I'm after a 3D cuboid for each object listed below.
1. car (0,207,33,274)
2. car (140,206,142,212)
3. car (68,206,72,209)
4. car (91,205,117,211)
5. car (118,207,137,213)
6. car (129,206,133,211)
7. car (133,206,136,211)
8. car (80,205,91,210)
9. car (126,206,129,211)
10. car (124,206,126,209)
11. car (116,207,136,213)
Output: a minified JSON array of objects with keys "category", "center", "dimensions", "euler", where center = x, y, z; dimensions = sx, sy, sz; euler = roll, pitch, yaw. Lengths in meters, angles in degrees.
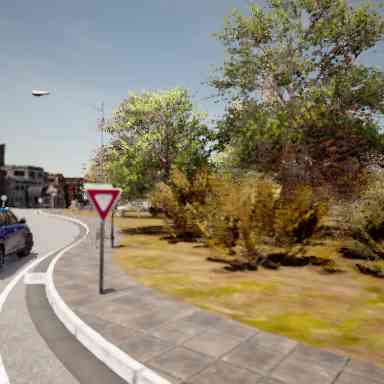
[{"category":"car","center":[-7.209,1.520,11.413],"dimensions":[2.150,2.045,5.566],"euler":[1,-1,-13]},{"category":"car","center":[-17.070,4.883,91.046],"dimensions":[4.792,1.488,2.163],"euler":[1,-3,0]},{"category":"car","center":[-25.691,3.530,73.832],"dimensions":[2.033,1.411,5.357],"euler":[1,-4,0]},{"category":"car","center":[-16.852,3.193,66.309],"dimensions":[4.892,1.521,2.231],"euler":[1,-4,0]},{"category":"car","center":[-17.016,4.722,88.293],"dimensions":[4.674,1.452,2.002],"euler":[1,-4,0]},{"category":"car","center":[-17.117,3.957,77.300],"dimensions":[5.366,1.575,1.946],"euler":[1,-4,0]},{"category":"car","center":[-17.004,4.206,82.799],"dimensions":[4.553,1.767,2.185],"euler":[1,-4,0]},{"category":"car","center":[-22.442,3.587,73.854],"dimensions":[2.033,1.411,5.357],"euler":[1,-4,0]},{"category":"car","center":[-16.883,3.584,71.803],"dimensions":[4.892,1.521,2.231],"euler":[1,-4,0]},{"category":"car","center":[-16.873,3.389,69.057],"dimensions":[5.008,1.535,2.097],"euler":[1,-4,0]},{"category":"car","center":[-17.000,4.547,85.545],"dimensions":[4.674,1.452,2.002],"euler":[1,-4,0]}]
